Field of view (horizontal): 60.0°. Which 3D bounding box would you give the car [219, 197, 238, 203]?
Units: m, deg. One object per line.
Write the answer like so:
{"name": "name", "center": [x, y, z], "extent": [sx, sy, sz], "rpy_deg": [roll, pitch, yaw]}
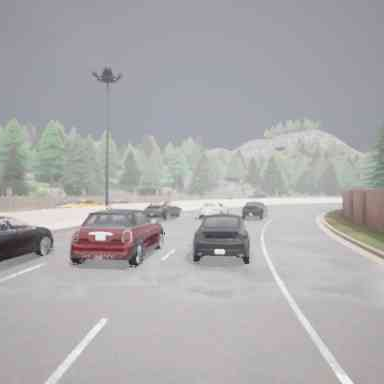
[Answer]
{"name": "car", "center": [8.057, 1.694, 73.462], "extent": [1.895, 1.301, 4.718], "rpy_deg": [0, 0, 41]}

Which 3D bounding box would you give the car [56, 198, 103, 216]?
{"name": "car", "center": [-11.456, 1.475, 34.272], "extent": [1.882, 1.535, 5.008], "rpy_deg": [0, 0, 20]}

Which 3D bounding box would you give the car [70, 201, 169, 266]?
{"name": "car", "center": [-2.402, 1.360, 11.805], "extent": [2.097, 1.767, 4.553], "rpy_deg": [0, 0, 7]}

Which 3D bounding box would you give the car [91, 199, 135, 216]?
{"name": "car", "center": [-7.890, 1.495, 33.882], "extent": [1.882, 1.535, 5.008], "rpy_deg": [0, 0, 20]}

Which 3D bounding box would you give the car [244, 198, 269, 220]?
{"name": "car", "center": [5.664, 1.593, 29.698], "extent": [1.837, 1.490, 4.892], "rpy_deg": [0, 0, 20]}

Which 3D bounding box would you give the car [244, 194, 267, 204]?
{"name": "car", "center": [13.084, 1.355, 68.589], "extent": [2.150, 2.045, 5.566], "rpy_deg": [0, 0, 41]}

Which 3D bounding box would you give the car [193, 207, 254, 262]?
{"name": "car", "center": [1.172, 1.535, 12.293], "extent": [1.837, 1.490, 4.892], "rpy_deg": [0, 0, 8]}

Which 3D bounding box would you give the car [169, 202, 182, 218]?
{"name": "car", "center": [-2.349, 1.530, 27.835], "extent": [2.128, 1.511, 4.902], "rpy_deg": [0, 0, 17]}

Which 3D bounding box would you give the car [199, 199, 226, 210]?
{"name": "car", "center": [1.975, 1.593, 29.847], "extent": [1.812, 1.442, 4.674], "rpy_deg": [0, 0, 19]}

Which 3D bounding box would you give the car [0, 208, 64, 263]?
{"name": "car", "center": [-6.135, 1.475, 10.209], "extent": [2.128, 1.511, 4.902], "rpy_deg": [0, 0, 6]}
